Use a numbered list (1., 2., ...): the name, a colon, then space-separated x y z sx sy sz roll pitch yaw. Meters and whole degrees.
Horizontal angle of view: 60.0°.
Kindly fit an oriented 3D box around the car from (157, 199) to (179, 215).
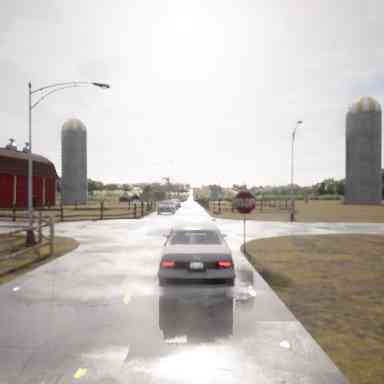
1. car: -2.896 1.763 38.555 1.882 1.535 5.008 0 -1 0

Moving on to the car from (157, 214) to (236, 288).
1. car: 0.091 1.588 9.447 2.033 1.411 5.357 0 0 0

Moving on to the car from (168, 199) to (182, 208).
1. car: -2.896 1.997 58.240 2.128 1.511 4.902 0 -1 0

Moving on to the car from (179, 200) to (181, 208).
1. car: -2.902 1.870 48.045 2.128 1.511 4.902 0 -1 0
